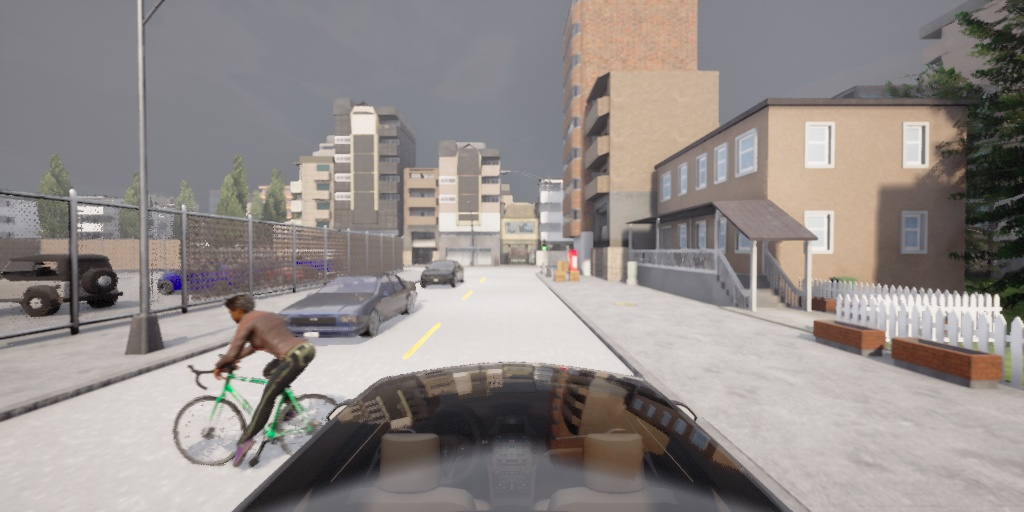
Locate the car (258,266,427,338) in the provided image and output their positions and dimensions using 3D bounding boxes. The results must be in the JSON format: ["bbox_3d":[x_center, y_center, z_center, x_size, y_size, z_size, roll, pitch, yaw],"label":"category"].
[{"bbox_3d":[-4.100,1.185,9.993,2.033,1.411,5.357,0,1,0],"label":"car"}]

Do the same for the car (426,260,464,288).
[{"bbox_3d":[-4.017,0.961,21.396,1.882,1.535,5.008,0,1,0],"label":"car"}]

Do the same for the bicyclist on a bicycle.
[{"bbox_3d":[-2.363,1.180,3.364,1.656,1.620,0.582,-1,1,-1],"label":"bicyclist on a bicycle"}]
